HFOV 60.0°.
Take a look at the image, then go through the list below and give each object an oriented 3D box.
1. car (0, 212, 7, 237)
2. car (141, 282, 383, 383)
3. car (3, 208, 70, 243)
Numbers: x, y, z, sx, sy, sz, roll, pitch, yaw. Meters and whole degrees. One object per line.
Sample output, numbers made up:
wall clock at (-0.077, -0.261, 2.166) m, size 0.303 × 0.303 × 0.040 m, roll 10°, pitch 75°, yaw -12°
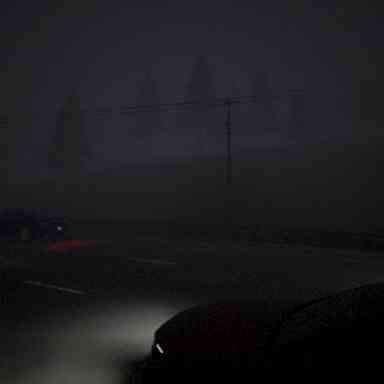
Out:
car at (-9.531, 1.589, 12.782) m, size 4.181 × 1.385 × 1.994 m, roll 0°, pitch 0°, yaw 24°
car at (1.706, 1.519, 2.659) m, size 4.674 × 1.442 × 1.812 m, roll 0°, pitch 0°, yaw 35°
car at (-8.241, 1.498, 16.055) m, size 5.008 × 1.535 × 1.882 m, roll 0°, pitch 0°, yaw 24°
